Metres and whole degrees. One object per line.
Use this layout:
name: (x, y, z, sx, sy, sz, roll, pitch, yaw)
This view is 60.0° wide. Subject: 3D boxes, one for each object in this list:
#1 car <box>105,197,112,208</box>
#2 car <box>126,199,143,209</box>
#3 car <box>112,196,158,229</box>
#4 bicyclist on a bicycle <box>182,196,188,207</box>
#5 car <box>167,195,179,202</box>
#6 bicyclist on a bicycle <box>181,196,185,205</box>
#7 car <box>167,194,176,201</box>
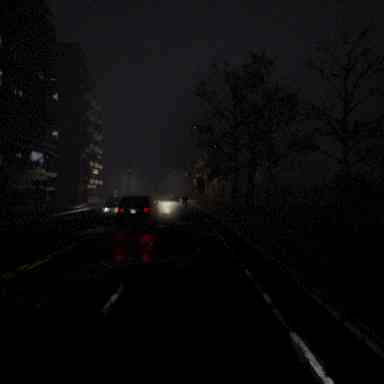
car: (-11.609, 1.519, 49.362, 1.882, 1.535, 5.008, 0, 0, -4)
car: (-8.244, 1.639, 47.830, 1.895, 1.301, 4.718, 0, 0, -4)
car: (-3.511, 1.242, 22.074, 2.150, 2.045, 5.566, 0, 0, -2)
bicyclist on a bicycle: (-0.856, 1.404, 49.407, 0.659, 1.776, 1.843, 0, 1, -4)
car: (-4.013, 1.570, 74.856, 2.128, 1.511, 4.902, 0, 0, -6)
bicyclist on a bicycle: (-1.491, 1.490, 57.711, 0.582, 1.620, 1.656, 0, 0, -5)
car: (-5.472, 1.415, 87.593, 1.882, 1.535, 5.008, 0, 0, -8)
